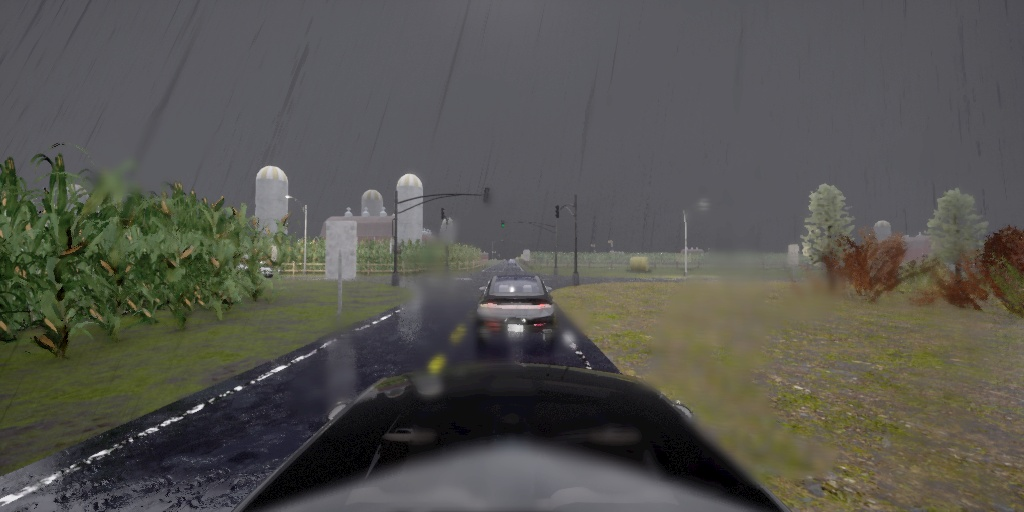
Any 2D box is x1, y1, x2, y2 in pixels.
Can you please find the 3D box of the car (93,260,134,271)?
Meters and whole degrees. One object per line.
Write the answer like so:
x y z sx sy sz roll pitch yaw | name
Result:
-31.932 0.693 28.129 5.566 2.045 2.150 0 -1 -3 | car

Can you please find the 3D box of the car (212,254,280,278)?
-21.822 0.774 28.667 5.566 2.045 2.150 0 -1 -3 | car

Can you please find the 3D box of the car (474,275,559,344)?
0.101 1.245 9.623 2.128 1.511 4.902 0 0 0 | car

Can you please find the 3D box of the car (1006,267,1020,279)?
48.666 1.720 33.478 4.674 1.442 1.812 1 -1 -5 | car
